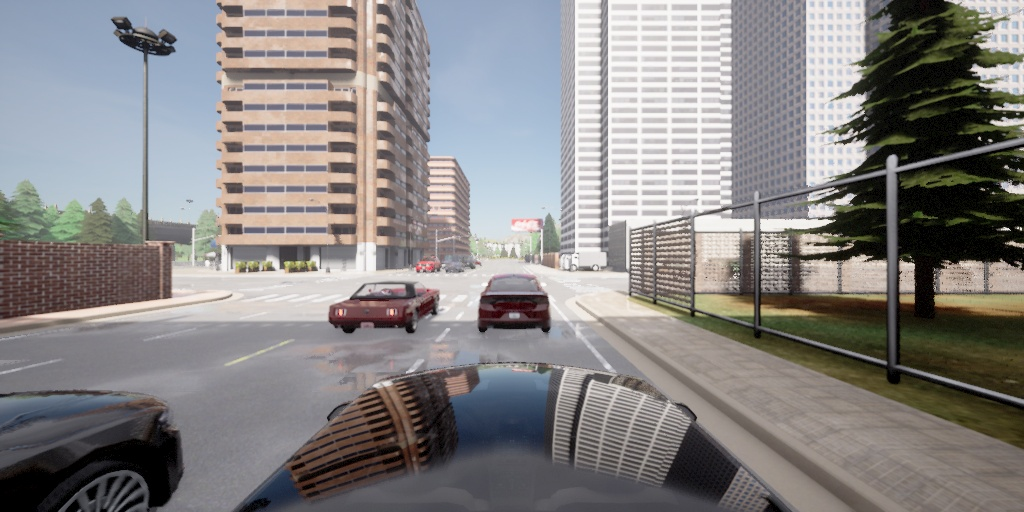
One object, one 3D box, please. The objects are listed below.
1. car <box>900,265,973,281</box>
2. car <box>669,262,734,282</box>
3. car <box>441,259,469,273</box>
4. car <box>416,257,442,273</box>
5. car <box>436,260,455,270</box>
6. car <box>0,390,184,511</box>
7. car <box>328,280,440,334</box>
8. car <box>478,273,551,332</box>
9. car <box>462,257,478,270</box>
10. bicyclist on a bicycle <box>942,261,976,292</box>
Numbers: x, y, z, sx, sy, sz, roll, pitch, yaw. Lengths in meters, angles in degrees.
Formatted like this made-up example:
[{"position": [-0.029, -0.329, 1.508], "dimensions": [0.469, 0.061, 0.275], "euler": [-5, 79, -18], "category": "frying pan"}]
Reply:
[{"position": [34.093, 1.370, 29.138], "dimensions": [4.718, 1.301, 1.895], "euler": [0, 0, 0], "category": "car"}, {"position": [15.185, 1.247, 29.077], "dimensions": [5.008, 1.535, 1.882], "euler": [0, 0, 0], "category": "car"}, {"position": [-7.158, 1.418, 45.521], "dimensions": [2.033, 1.411, 5.357], "euler": [0, 0, 0], "category": "car"}, {"position": [-10.655, 1.093, 45.952], "dimensions": [2.150, 2.045, 5.566], "euler": [0, 0, 0], "category": "car"}, {"position": [-10.672, 1.396, 57.559], "dimensions": [2.128, 1.511, 4.902], "euler": [0, 0, 0], "category": "car"}, {"position": [-3.389, 1.239, 0.682], "dimensions": [2.128, 1.511, 4.902], "euler": [0, 0, 0], "category": "car"}, {"position": [-3.449, 1.376, 10.747], "dimensions": [1.895, 1.301, 4.718], "euler": [0, 0, 0], "category": "car"}, {"position": [0.066, 1.253, 10.949], "dimensions": [1.882, 1.535, 5.008], "euler": [0, 0, 0], "category": "car"}, {"position": [-7.170, 1.122, 57.564], "dimensions": [2.150, 2.045, 5.566], "euler": [0, 0, 1], "category": "car"}, {"position": [22.396, 1.040, 18.120], "dimensions": [0.582, 1.620, 1.656], "euler": [0, 0, 0], "category": "bicyclist on a bicycle"}]
